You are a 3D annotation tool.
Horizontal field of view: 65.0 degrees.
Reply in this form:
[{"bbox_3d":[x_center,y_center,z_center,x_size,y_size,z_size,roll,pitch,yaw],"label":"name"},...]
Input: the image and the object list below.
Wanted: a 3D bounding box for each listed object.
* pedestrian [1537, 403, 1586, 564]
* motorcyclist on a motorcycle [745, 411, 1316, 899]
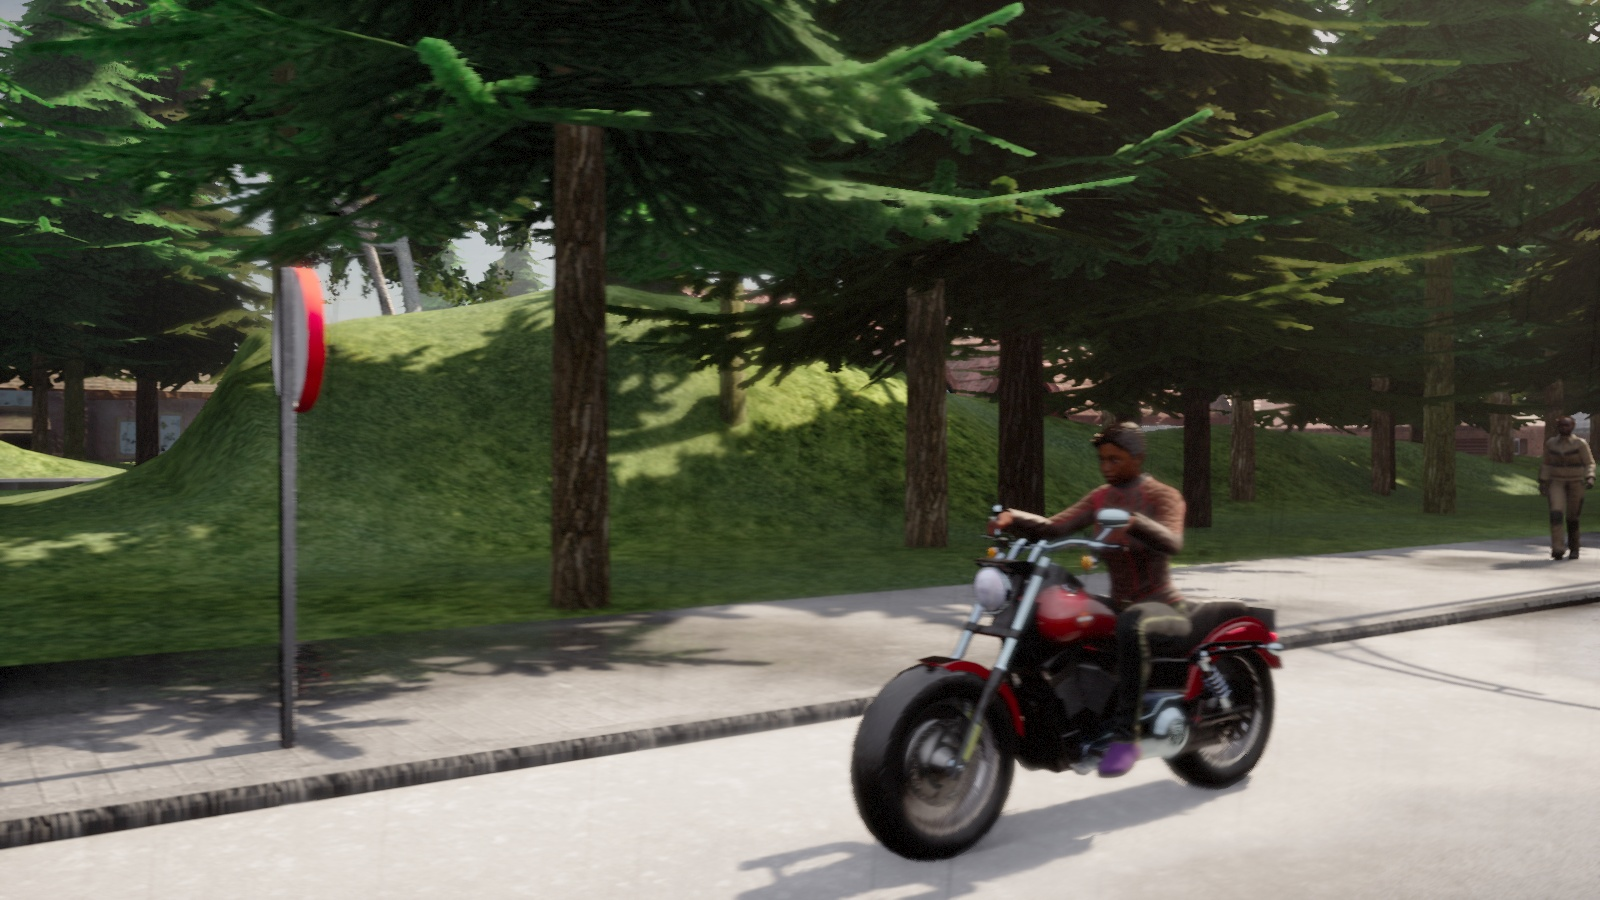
[{"bbox_3d":[9.321,0.399,15.359,0.396,1.930,0.692,0,0,41],"label":"pedestrian"},{"bbox_3d":[0.991,0.690,4.959,2.350,1.649,0.766,-1,0,-35],"label":"motorcyclist on a motorcycle"}]
